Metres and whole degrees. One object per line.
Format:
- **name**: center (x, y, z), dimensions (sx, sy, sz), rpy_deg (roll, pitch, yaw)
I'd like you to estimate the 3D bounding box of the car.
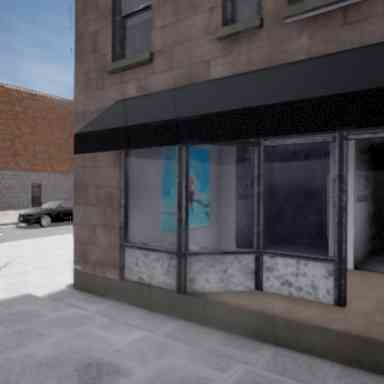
- **car**: center (-7.840, 1.123, 20.108), dimensions (1.882, 1.535, 5.008), rpy_deg (1, 2, 35)
